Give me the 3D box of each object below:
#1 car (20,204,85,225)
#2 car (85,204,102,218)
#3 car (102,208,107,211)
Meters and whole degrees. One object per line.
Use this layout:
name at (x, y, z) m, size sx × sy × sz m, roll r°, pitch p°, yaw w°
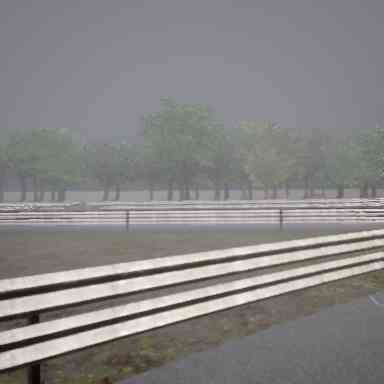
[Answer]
car at (-12.242, 1.941, 28.641) m, size 4.902 × 1.511 × 2.128 m, roll -1°, pitch 1°, yaw 5°
car at (-11.310, 1.990, 32.058) m, size 4.181 × 1.385 × 1.994 m, roll -1°, pitch 1°, yaw 5°
car at (-11.912, 1.949, 35.628) m, size 5.357 × 1.411 × 2.033 m, roll -1°, pitch 1°, yaw 5°
